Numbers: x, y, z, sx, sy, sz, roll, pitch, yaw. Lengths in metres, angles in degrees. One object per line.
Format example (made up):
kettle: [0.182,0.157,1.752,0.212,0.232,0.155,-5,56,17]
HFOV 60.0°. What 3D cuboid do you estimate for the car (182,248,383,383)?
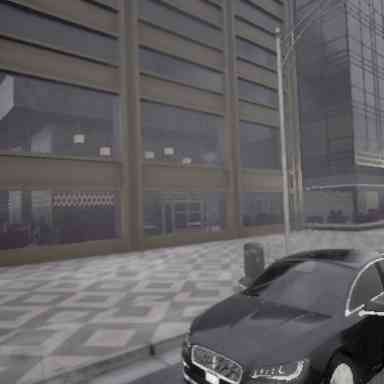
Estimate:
car: [2.046,1.701,5.039,4.892,1.490,1.837,0,-4,-41]
